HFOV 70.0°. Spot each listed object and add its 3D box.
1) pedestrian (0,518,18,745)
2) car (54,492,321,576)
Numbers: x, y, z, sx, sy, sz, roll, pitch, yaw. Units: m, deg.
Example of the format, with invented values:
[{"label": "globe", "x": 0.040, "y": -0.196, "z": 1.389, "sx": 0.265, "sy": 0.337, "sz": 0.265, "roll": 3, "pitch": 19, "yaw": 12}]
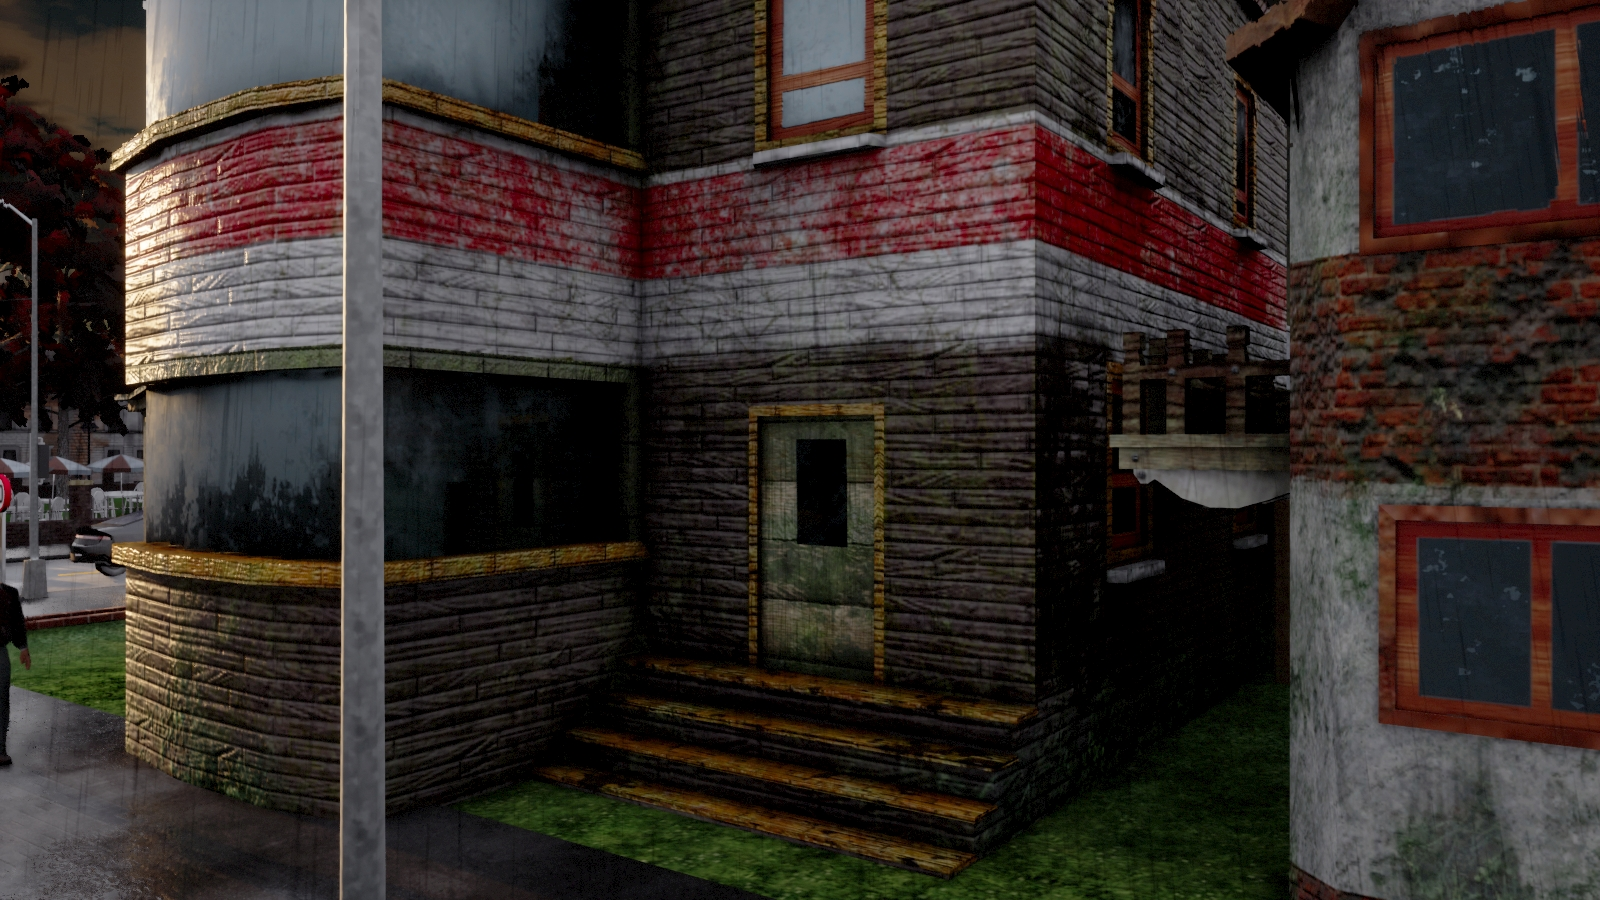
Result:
[{"label": "pedestrian", "x": -6.825, "y": 1.521, "z": 9.611, "sx": 0.375, "sy": 1.860, "sz": 0.375, "roll": 0, "pitch": 0, "yaw": -41}, {"label": "car", "x": -13.748, "y": 1.817, "z": 25.958, "sx": 2.128, "sy": 1.511, "sz": 4.902, "roll": 0, "pitch": 0, "yaw": 34}]
